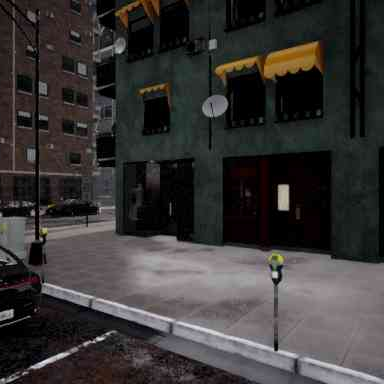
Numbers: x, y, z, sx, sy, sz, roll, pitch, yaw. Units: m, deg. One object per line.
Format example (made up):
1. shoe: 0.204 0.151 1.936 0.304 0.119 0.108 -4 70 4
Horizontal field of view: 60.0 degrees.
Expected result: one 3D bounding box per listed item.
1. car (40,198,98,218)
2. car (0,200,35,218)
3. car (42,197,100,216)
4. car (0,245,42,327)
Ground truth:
1. car: -9.856 1.313 27.598 1.994 1.385 4.181 0 1 35
2. car: -14.067 1.350 26.067 2.008 1.369 4.403 1 1 35
3. car: -10.982 1.249 30.495 1.752 1.417 4.829 1 1 35
4. car: -4.487 1.551 6.065 4.403 1.369 2.008 0 0 35
